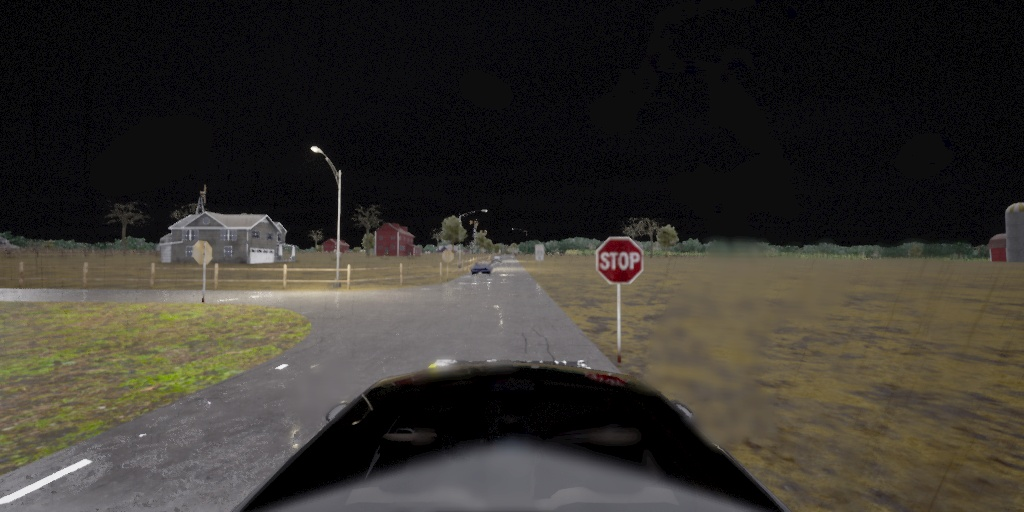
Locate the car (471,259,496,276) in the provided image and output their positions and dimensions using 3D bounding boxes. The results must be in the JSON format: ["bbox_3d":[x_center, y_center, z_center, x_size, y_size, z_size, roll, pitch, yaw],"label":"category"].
[{"bbox_3d":[-2.867,1.228,34.553,1.895,1.301,4.718,0,1,0],"label":"car"}]
